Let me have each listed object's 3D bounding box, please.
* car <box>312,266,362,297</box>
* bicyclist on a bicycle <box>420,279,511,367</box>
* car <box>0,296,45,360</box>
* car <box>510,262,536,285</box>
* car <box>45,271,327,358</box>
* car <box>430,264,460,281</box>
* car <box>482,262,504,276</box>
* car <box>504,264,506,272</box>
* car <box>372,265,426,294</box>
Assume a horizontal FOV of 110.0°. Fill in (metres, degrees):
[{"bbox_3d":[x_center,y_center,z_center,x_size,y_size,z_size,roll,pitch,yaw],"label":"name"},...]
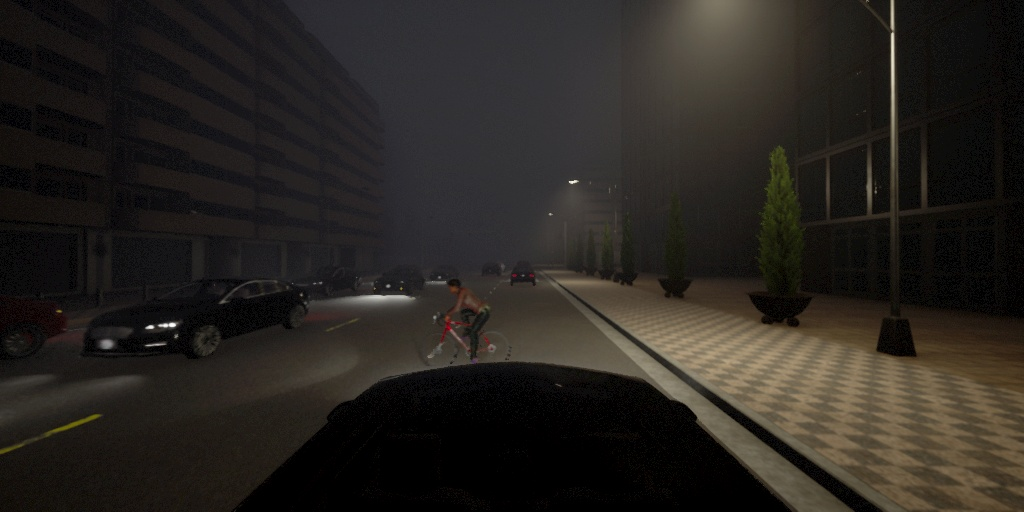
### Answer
[{"bbox_3d":[-10.045,1.341,19.678,2.128,1.511,4.902,0,0,2],"label":"car"},{"bbox_3d":[-0.857,1.228,6.452,1.656,1.620,0.582,-2,0,2],"label":"bicyclist on a bicycle"},{"bbox_3d":[-10.516,1.296,5.765,1.812,1.442,4.674,0,0,1],"label":"car"},{"bbox_3d":[0.858,1.443,27.608,2.033,1.411,5.357,0,0,2],"label":"car"},{"bbox_3d":[-6.939,1.280,8.650,2.128,1.511,4.902,0,0,2],"label":"car"},{"bbox_3d":[-6.091,1.473,33.223,2.033,1.411,5.357,0,0,2],"label":"car"},{"bbox_3d":[-2.246,1.445,40.310,1.882,1.535,5.008,0,0,2],"label":"car"},{"bbox_3d":[-1.933,1.550,50.463,1.812,1.442,4.674,0,0,2],"label":"car"},{"bbox_3d":[-6.493,1.421,20.983,1.994,1.385,4.181,0,0,2],"label":"car"}]
